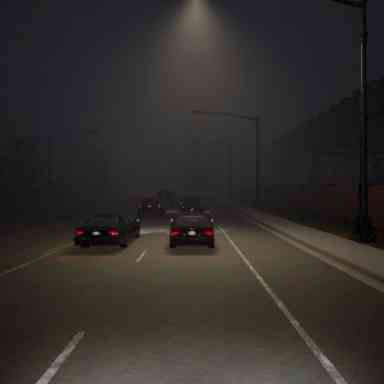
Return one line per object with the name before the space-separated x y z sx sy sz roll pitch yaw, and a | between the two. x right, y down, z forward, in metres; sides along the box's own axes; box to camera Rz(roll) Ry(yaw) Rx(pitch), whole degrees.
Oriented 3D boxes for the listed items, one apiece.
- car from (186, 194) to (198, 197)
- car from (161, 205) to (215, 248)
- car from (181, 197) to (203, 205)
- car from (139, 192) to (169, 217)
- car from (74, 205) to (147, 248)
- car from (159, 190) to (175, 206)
car | 0.000 1.019 44.834 1.882 1.535 5.008 0 1 0
car | 0.000 1.547 14.647 2.033 1.411 5.357 0 0 0
car | 0.000 1.410 29.640 1.994 1.385 4.181 0 1 0
car | -3.500 1.204 29.608 2.097 1.767 4.553 0 1 0
car | -3.500 1.547 14.647 2.033 1.411 5.357 0 0 0
car | -3.500 0.791 44.861 2.150 2.045 5.566 0 1 0
